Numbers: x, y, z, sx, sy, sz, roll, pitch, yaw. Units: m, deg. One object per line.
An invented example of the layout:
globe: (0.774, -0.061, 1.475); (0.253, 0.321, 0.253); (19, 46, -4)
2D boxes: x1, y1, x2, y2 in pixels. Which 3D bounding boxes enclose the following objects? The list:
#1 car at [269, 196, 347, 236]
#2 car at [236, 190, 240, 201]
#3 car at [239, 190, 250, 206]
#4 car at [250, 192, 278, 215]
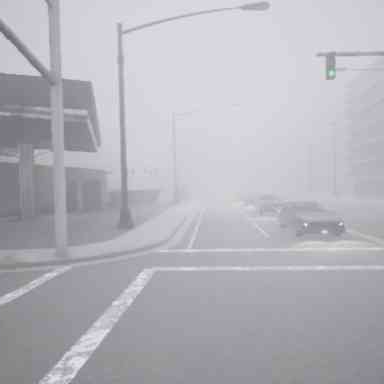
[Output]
car: (5.288, 1.110, 15.592); (2.033, 1.411, 5.357); (-1, 1, 3)
car: (7.156, 0.452, 45.813); (2.128, 1.511, 4.902); (-1, 1, 4)
car: (6.479, 0.732, 35.431); (1.994, 1.385, 4.181); (-1, 1, 4)
car: (5.857, 0.872, 25.449); (1.837, 1.490, 4.892); (-1, 1, 4)
